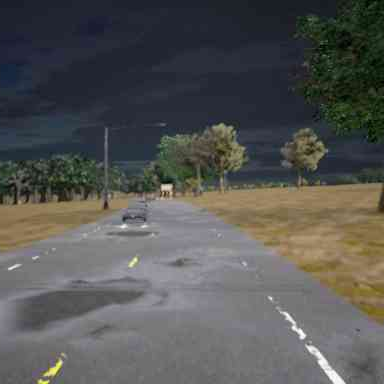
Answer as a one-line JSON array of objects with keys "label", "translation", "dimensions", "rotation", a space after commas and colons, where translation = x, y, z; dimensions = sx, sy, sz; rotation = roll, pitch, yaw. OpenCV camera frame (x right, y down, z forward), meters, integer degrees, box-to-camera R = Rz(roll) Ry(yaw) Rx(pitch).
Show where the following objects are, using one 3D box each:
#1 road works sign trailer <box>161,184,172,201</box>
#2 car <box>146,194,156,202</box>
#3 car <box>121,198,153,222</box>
[{"label": "road works sign trailer", "translation": [-5.585, 0.079, 73.231], "dimensions": [2.380, 3.560, 2.880], "rotation": [0, 0, -9]}, {"label": "car", "translation": [-8.368, 1.122, 67.936], "dimensions": [1.882, 1.535, 5.008], "rotation": [0, 1, -8]}, {"label": "car", "translation": [-4.371, 1.498, 26.313], "dimensions": [1.837, 1.490, 4.892], "rotation": [0, 0, -3]}]
